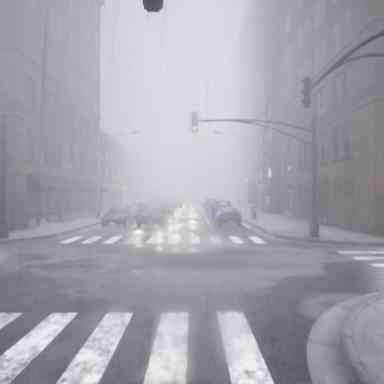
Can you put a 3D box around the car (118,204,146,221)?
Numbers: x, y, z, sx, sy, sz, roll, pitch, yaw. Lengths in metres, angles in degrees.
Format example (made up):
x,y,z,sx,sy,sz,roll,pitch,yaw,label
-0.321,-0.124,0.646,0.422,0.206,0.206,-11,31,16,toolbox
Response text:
x,y,z,sx,sy,sz,roll,pitch,yaw,label
-5.398,1.838,30.369,1.802,1.307,4.206,0,0,0,car

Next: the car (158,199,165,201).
x,y,z,sx,sy,sz,roll,pitch,yaw,label
-5.403,1.946,47.416,2.008,1.369,4.403,0,0,0,car

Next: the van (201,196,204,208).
x,y,z,sx,sy,sz,roll,pitch,yaw,label
2.622,1.736,47.420,1.690,1.788,3.998,0,0,0,van

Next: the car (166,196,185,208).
x,y,z,sx,sy,sz,roll,pitch,yaw,label
-2.790,1.819,56.549,2.097,1.767,4.553,0,0,0,car

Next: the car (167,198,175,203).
x,y,z,sx,sy,sz,roll,pitch,yaw,label
-5.417,2.278,87.190,1.947,1.339,4.313,0,0,0,car

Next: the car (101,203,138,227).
x,y,z,sx,sy,sz,roll,pitch,yaw,label
-5.396,1.775,24.687,1.947,1.339,4.313,0,0,0,car

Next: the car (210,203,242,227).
x,y,z,sx,sy,sz,roll,pitch,yaw,label
2.629,1.760,24.690,2.008,1.369,4.403,0,0,0,car

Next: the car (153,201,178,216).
x,y,z,sx,sy,sz,roll,pitch,yaw,label
-2.862,1.902,35.930,1.895,1.301,4.718,0,0,0,car

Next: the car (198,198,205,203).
x,y,z,sx,sy,sz,roll,pitch,yaw,label
2.606,2.302,92.876,1.887,1.381,4.507,0,0,0,car

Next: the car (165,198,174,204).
x,y,z,sx,sy,sz,roll,pitch,yaw,label
-5.415,2.212,81.509,1.887,1.381,4.507,0,0,0,car

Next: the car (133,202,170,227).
x,y,z,sx,sy,sz,roll,pitch,yaw,label
-2.853,1.734,24.539,1.812,1.442,4.674,0,0,0,car

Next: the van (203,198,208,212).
x,y,z,sx,sy,sz,roll,pitch,yaw,label
2.623,1.690,41.738,1.690,1.788,3.998,0,0,0,van

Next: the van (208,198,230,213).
x,y,z,sx,sy,sz,roll,pitch,yaw,label
2.627,1.597,30.374,1.690,1.788,3.998,0,0,0,van

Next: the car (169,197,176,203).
x,y,z,sx,sy,sz,roll,pitch,yaw,label
-5.419,2.197,92.873,1.967,1.590,4.097,0,0,0,car

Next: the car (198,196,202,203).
x,y,z,sx,sy,sz,roll,pitch,yaw,label
2.616,2.058,64.635,1.752,1.417,4.829,0,0,0,car

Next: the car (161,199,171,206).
x,y,z,sx,sy,sz,roll,pitch,yaw,label
-5.411,2.122,70.144,1.887,1.381,4.507,0,0,0,car

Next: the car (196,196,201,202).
x,y,z,sx,sy,sz,roll,pitch,yaw,label
2.610,2.212,81.511,1.887,1.381,4.507,0,0,0,car

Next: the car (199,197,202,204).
x,y,z,sx,sy,sz,roll,pitch,yaw,label
2.618,2.068,58.783,1.802,1.307,4.206,0,0,0,car
